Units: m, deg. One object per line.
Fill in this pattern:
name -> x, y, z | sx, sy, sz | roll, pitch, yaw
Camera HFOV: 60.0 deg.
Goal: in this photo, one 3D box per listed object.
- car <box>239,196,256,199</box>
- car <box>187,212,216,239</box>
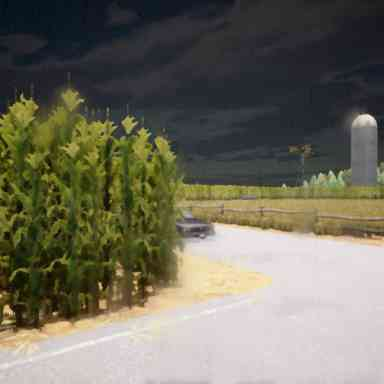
car -> 11.777, 1.477, 68.509 | 5.008, 1.535, 1.882 | 0, 0, -35
car -> -1.075, 1.550, 16.859 | 2.033, 1.411, 5.357 | 0, 0, -35
